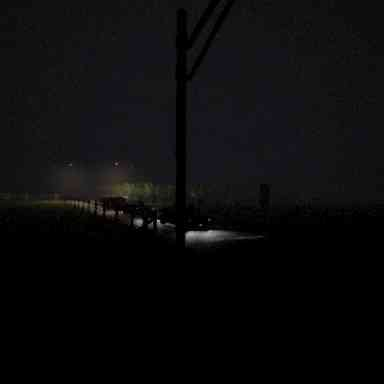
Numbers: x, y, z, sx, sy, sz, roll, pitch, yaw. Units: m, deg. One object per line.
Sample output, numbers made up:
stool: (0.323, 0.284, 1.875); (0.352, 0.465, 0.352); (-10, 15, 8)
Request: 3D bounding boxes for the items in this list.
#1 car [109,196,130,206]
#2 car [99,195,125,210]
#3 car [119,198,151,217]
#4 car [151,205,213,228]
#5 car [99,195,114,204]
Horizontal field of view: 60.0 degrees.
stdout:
car: (-11.641, 1.428, 53.197); (2.033, 1.411, 5.357); (1, 0, -26)
car: (-9.457, 1.365, 40.174); (1.882, 1.535, 5.008); (1, 0, -26)
car: (-5.000, 1.536, 30.898); (1.895, 1.301, 4.718); (1, 0, -26)
car: (-0.636, 1.532, 21.844); (2.033, 1.411, 5.357); (1, 0, -26)
car: (-16.103, 1.316, 62.450); (1.882, 1.535, 5.008); (1, 0, -26)
